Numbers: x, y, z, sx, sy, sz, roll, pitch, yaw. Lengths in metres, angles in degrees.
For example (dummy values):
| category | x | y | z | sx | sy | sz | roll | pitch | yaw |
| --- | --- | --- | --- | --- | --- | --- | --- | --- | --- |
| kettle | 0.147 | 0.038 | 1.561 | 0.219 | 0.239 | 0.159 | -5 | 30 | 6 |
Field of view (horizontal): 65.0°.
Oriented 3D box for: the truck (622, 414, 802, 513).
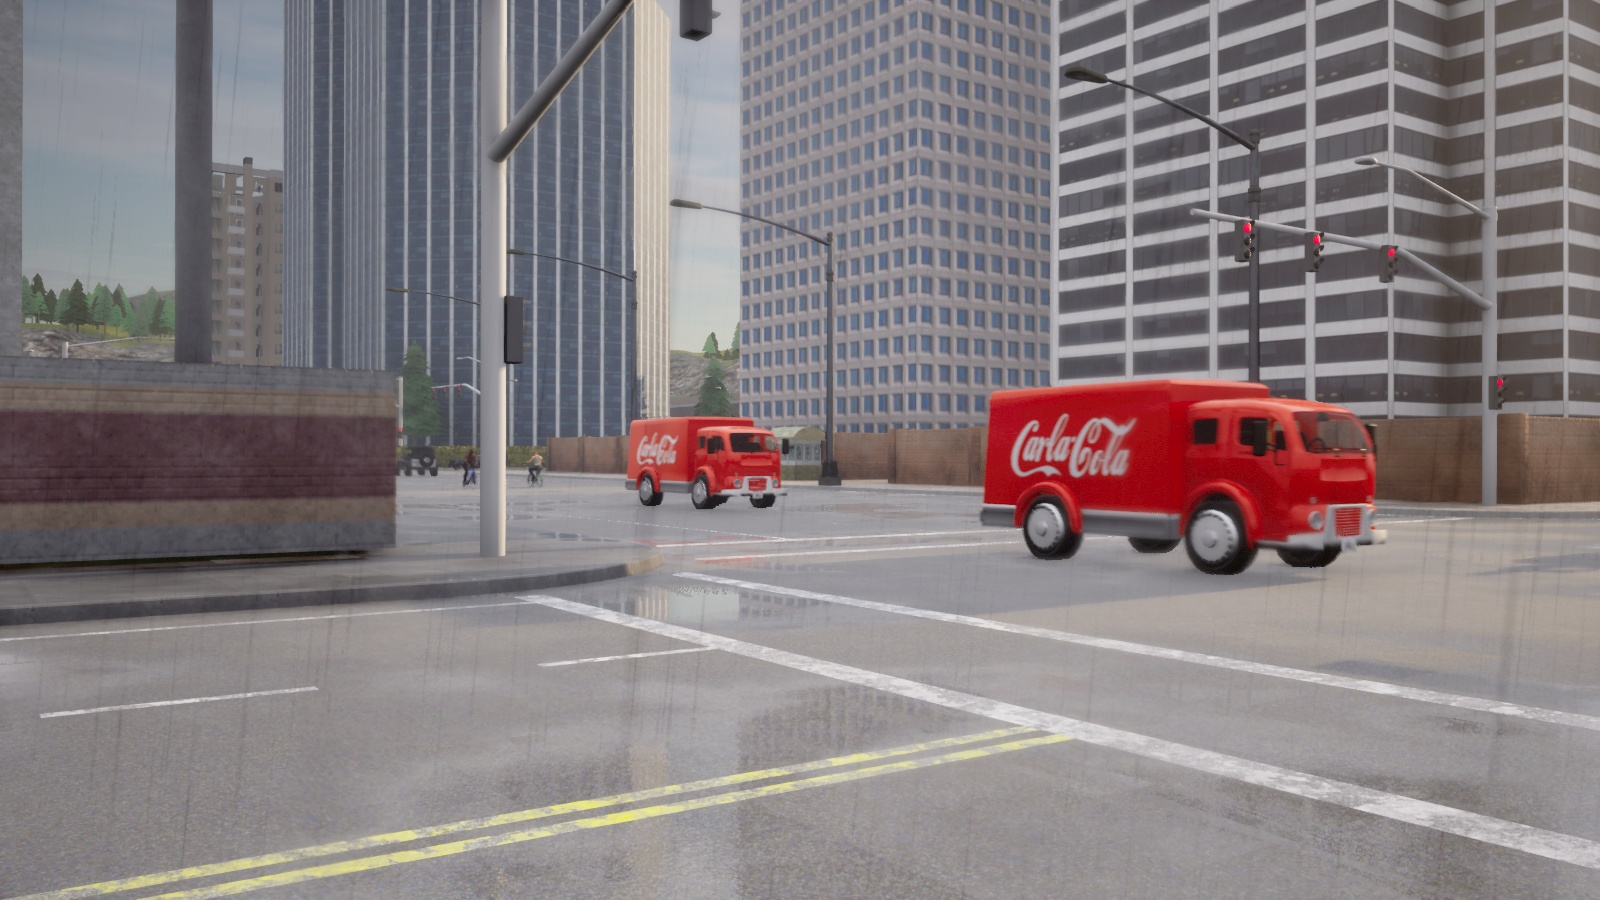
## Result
| category | x | y | z | sx | sy | sz | roll | pitch | yaw |
| --- | --- | --- | --- | --- | --- | --- | --- | --- | --- |
| truck | -2.520 | 0.348 | 34.422 | 2.627 | 2.467 | 5.204 | 0 | 0 | -35 |

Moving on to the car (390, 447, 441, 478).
| category | x | y | z | sx | sy | sz | roll | pitch | yaw |
| --- | --- | --- | --- | --- | --- | --- | --- | --- | --- |
| car | -23.763 | 0.779 | 77.613 | 1.905 | 1.878 | 3.866 | 0 | -1 | -35 |

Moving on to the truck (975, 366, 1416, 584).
| category | x | y | z | sx | sy | sz | roll | pitch | yaw |
| --- | --- | --- | --- | --- | --- | --- | --- | --- | --- |
| truck | 5.145 | 0.289 | 17.113 | 2.627 | 2.467 | 5.204 | 0 | 0 | -35 |
